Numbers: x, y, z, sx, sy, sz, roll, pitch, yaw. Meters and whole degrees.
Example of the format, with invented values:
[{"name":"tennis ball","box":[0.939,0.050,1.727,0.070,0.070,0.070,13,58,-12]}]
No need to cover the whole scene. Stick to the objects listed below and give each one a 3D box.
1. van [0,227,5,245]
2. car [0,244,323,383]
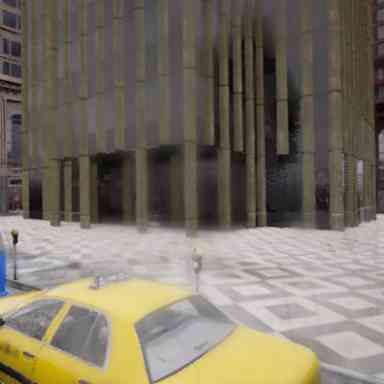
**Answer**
[{"name":"van","box":[-5.456,1.450,6.861,3.998,1.788,1.690,-1,-1,35]},{"name":"car","box":[-1.096,1.564,3.750,4.829,1.417,1.752,-1,-1,35]}]
